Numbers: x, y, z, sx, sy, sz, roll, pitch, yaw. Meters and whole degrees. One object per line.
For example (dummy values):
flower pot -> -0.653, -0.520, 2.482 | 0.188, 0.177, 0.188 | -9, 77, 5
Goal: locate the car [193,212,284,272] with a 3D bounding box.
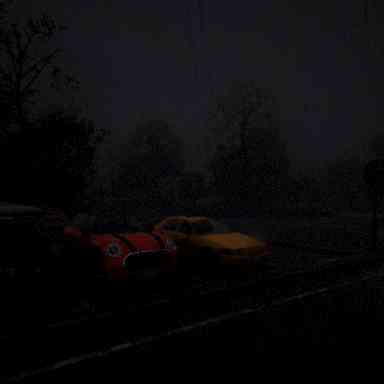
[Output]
car -> 0.223, 1.499, 11.247 | 1.946, 1.575, 5.366 | 1, 0, -36

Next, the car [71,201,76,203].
car -> -8.918, 1.484, 20.234 | 1.946, 1.575, 5.366 | 1, 0, -36

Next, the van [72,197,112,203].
van -> -6.475, 1.282, 21.626 | 1.878, 1.987, 4.442 | 1, 0, -36

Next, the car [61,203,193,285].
car -> -2.268, 1.355, 9.713 | 2.185, 1.767, 4.553 | 1, 0, -36

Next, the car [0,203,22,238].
car -> -11.075, 1.471, 18.676 | 1.946, 1.575, 5.366 | 0, 0, -36

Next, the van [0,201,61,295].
van -> -4.779, 1.245, 8.004 | 1.878, 1.987, 4.442 | 0, 0, -36

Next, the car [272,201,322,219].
car -> 10.325, 1.914, 33.871 | 2.002, 1.452, 4.674 | 2, -1, -36

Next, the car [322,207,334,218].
car -> 12.871, 1.824, 35.766 | 2.185, 1.767, 4.553 | 2, -1, -36
